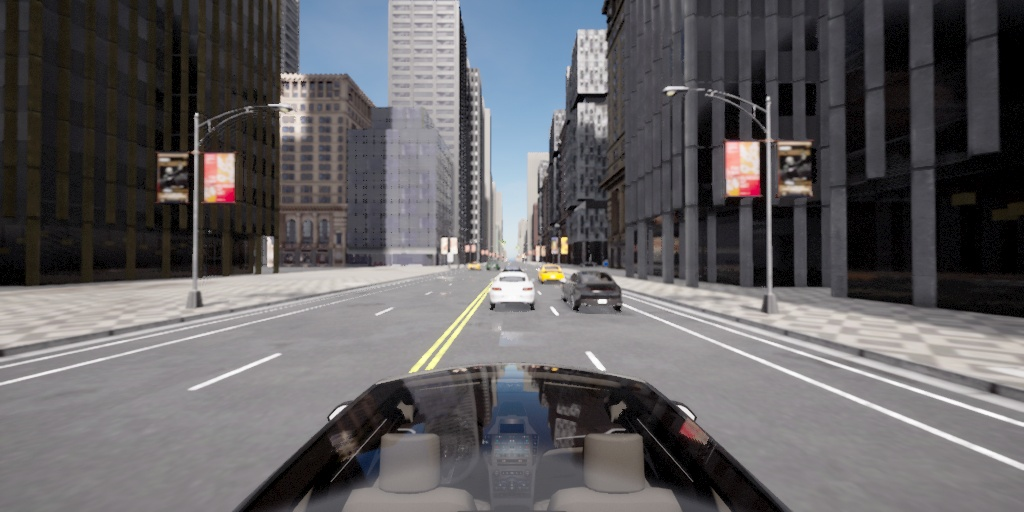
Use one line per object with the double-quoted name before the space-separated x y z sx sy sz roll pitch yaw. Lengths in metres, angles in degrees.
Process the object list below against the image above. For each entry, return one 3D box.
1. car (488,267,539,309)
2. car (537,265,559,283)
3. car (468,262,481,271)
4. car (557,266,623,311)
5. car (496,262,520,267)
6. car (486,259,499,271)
"car" 0.030 1.412 15.724 1.812 1.442 4.674 0 0 1
"car" 3.290 1.513 31.073 1.882 1.535 5.008 0 0 1
"car" -6.526 1.815 62.410 1.882 1.535 5.008 0 0 1
"car" 3.274 1.390 15.324 1.837 1.490 4.892 0 0 1
"car" 0.031 1.521 30.326 2.128 1.511 4.902 0 0 0
"car" -3.277 1.553 61.929 2.150 2.045 5.566 0 0 1
